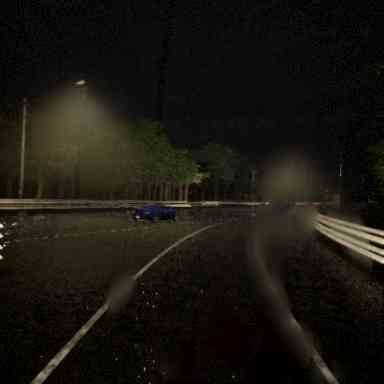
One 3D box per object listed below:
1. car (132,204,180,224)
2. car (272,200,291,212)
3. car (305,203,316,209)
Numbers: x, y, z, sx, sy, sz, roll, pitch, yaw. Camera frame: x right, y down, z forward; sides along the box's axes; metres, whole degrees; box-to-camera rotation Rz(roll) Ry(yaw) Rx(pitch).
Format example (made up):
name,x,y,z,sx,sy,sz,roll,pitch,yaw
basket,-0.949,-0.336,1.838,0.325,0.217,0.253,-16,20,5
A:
name,x,y,z,sx,sy,sz,roll,pitch,yaw
car,-2.707,1.643,25.619,1.812,1.442,4.674,1,-1,30
car,15.323,2.358,56.813,2.150,2.045,5.566,1,-1,30
car,28.133,3.354,78.998,1.882,1.535,5.008,1,-1,30
